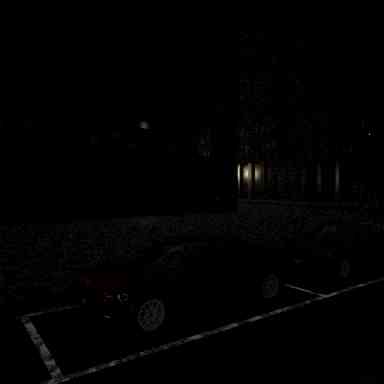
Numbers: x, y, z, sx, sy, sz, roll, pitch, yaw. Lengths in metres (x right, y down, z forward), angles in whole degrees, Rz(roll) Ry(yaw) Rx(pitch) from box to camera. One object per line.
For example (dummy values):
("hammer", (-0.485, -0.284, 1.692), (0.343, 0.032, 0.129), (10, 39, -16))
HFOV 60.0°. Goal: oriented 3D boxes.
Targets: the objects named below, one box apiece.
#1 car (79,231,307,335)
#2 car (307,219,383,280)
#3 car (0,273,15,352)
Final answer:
("car", (0.073, 1.545, 6.720), (4.507, 1.381, 1.887), (0, 0, -36))
("car", (4.568, 1.546, 9.933), (4.507, 1.381, 1.887), (0, 0, -36))
("car", (-4.422, 1.544, 3.507), (4.507, 1.381, 1.887), (0, 0, -36))
